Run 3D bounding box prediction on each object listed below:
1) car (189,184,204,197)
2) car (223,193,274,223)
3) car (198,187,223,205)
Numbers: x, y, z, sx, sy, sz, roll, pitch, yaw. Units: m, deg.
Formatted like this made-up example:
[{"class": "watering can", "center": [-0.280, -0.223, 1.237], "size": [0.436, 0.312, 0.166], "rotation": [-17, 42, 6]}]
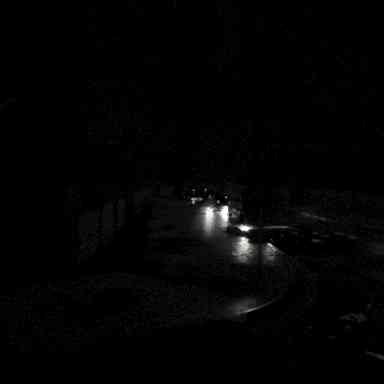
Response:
[{"class": "car", "center": [0.769, -0.307, 44.096], "size": [2.097, 1.767, 4.553], "rotation": [1, 2, -6]}, {"class": "car", "center": [3.422, 0.924, 20.052], "size": [1.812, 1.442, 4.674], "rotation": [1, 2, -6]}, {"class": "car", "center": [2.105, 0.478, 31.910], "size": [1.895, 1.301, 4.718], "rotation": [1, 2, -6]}]
